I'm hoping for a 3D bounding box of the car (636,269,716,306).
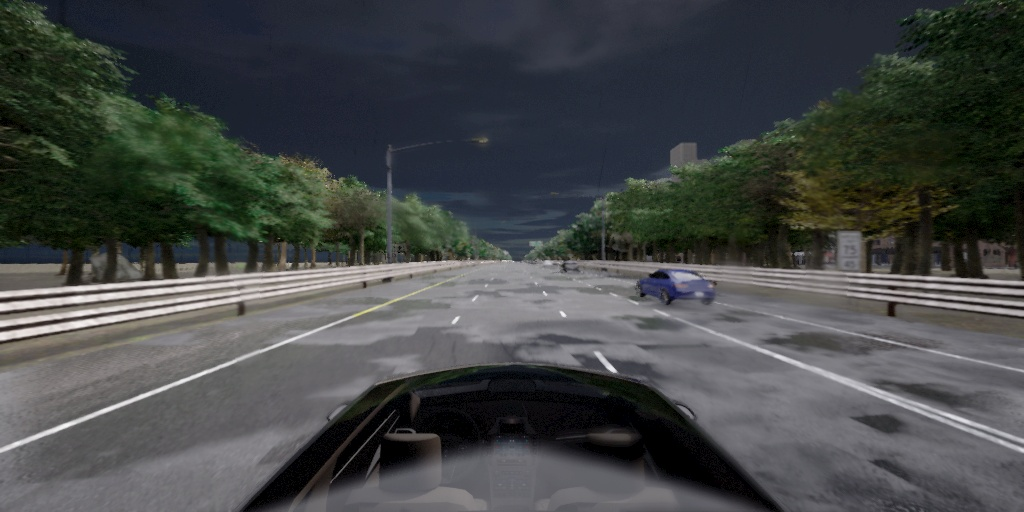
[{"bbox_3d":[7.026,1.277,15.751,1.812,1.442,4.674,0,0,0],"label":"car"}]

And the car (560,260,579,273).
[{"bbox_3d":[7.060,1.282,44.295,2.128,1.511,4.902,0,0,0],"label":"car"}]
